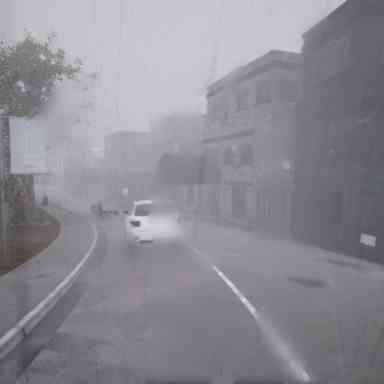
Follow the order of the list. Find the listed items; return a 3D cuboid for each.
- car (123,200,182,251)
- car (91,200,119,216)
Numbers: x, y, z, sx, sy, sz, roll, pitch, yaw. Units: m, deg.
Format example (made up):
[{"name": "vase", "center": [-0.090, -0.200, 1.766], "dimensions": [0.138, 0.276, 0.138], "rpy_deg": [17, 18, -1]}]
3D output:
[{"name": "car", "center": [-1.914, 1.375, 15.270], "dimensions": [2.150, 2.045, 5.566], "rpy_deg": [-1, 0, -12]}, {"name": "car", "center": [-8.816, 1.537, 33.392], "dimensions": [2.033, 1.411, 5.357], "rpy_deg": [-2, 2, -28]}]
